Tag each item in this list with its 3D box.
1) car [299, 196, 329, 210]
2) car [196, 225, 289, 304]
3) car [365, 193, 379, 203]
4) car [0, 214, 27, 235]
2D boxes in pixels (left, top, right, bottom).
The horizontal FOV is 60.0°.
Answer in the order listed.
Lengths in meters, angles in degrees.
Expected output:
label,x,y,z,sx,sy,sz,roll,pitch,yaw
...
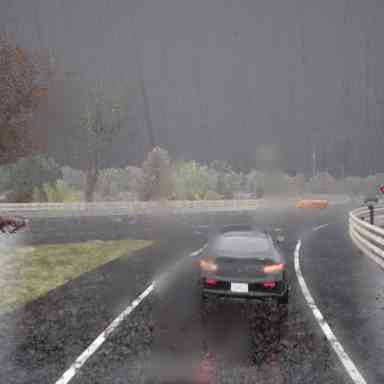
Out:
label,x,y,z,sx,sy,sz,roll,pitch,yaw
car,15.653,1.334,42.659,4.553,1.767,2.097,0,0,-42
car,1.275,1.524,8.134,1.812,1.442,4.674,0,0,11
car,36.077,1.205,66.785,2.150,2.045,5.566,0,0,30
car,-11.382,1.517,17.716,4.674,1.442,1.812,0,0,-23
